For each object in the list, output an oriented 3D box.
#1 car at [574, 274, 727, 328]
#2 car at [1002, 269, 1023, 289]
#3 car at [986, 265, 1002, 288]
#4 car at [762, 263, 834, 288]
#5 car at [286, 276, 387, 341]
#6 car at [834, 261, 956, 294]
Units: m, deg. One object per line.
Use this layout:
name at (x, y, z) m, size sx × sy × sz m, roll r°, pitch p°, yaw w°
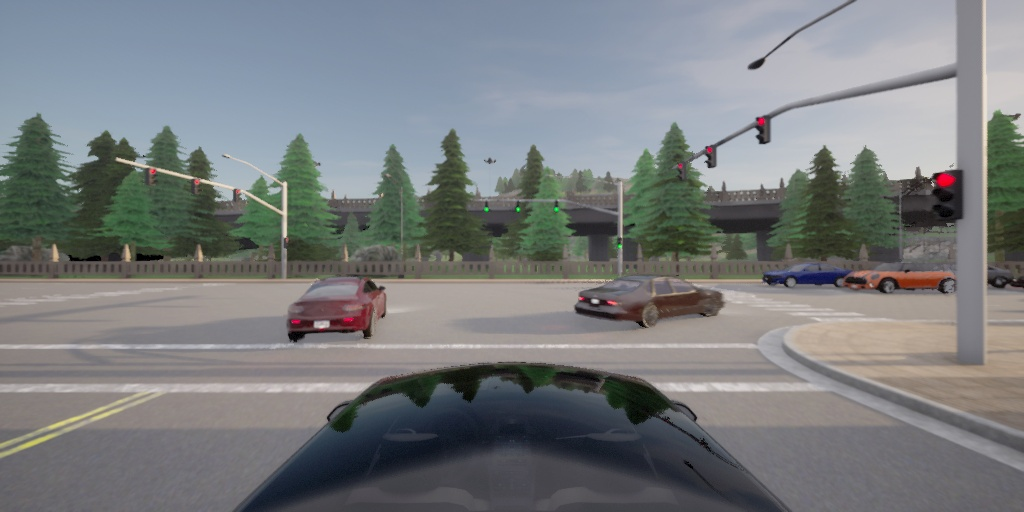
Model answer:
car at (4.476, 1.284, 11.327) m, size 5.357 × 1.411 × 2.033 m, roll -1°, pitch 0°, yaw -31°
car at (30.606, 1.277, 19.138) m, size 5.357 × 1.411 × 2.033 m, roll 0°, pitch 0°, yaw 6°
car at (28.344, 1.229, 22.754) m, size 4.902 × 1.511 × 2.128 m, roll 0°, pitch 0°, yaw 4°
car at (18.964, 1.216, 23.153) m, size 5.008 × 1.535 × 1.882 m, roll 0°, pitch 0°, yaw 1°
car at (-4.600, 1.281, 9.897) m, size 1.812 × 1.442 × 4.674 m, roll 0°, pitch 0°, yaw -13°
car at (21.003, 1.083, 19.595) m, size 4.553 × 1.767 × 2.097 m, roll 0°, pitch 0°, yaw 2°
